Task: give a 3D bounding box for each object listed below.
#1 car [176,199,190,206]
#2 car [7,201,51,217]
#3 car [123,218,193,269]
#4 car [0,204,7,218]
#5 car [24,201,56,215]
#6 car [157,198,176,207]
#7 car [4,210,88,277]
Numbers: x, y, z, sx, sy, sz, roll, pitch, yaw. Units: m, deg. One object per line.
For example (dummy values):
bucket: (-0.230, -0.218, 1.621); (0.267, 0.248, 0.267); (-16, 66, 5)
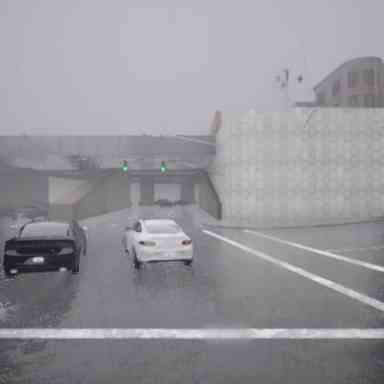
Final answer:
car: (-2.176, 2.220, 72.037); (1.994, 1.385, 4.181); (0, -1, 28)
car: (-14.794, 1.812, 30.813); (1.812, 1.442, 4.674); (0, -1, -1)
car: (-1.306, 1.648, 11.749); (1.812, 1.442, 4.674); (1, 0, -17)
car: (-18.310, 1.839, 31.405); (2.033, 1.411, 5.357); (0, -1, -1)
car: (-18.537, 1.884, 40.888); (1.837, 1.490, 4.892); (0, -1, -1)
car: (-4.739, 2.144, 62.534); (1.994, 1.385, 4.181); (0, -1, 6)
car: (-4.529, 1.583, 10.829); (1.882, 1.535, 5.008); (1, -1, -15)
